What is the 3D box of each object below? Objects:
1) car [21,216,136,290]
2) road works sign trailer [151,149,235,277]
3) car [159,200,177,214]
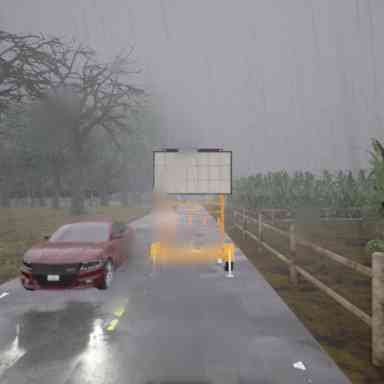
[{"bbox_3d":[-2.832,1.489,9.307,1.882,1.535,5.008,0,0,0],"label":"car"},{"bbox_3d":[0.018,0.477,10.263,2.380,3.560,2.880,0,0,0],"label":"road works sign trailer"},{"bbox_3d":[-2.679,1.657,38.027,2.128,1.511,4.902,0,0,0],"label":"car"}]
